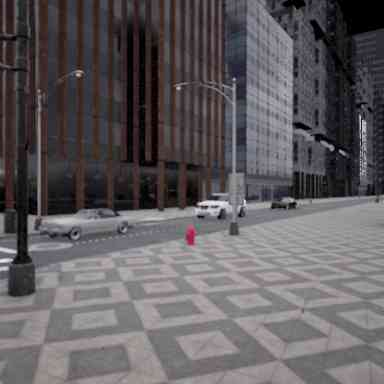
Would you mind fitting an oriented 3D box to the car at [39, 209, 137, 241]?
[{"bbox_3d":[-5.069,1.529,16.669,1.895,1.301,4.718,0,0,35],"label":"car"}]

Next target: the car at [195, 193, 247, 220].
[{"bbox_3d":[2.492,1.113,27.320,2.150,2.045,5.566,0,0,36],"label":"car"}]

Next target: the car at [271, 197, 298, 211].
[{"bbox_3d":[10.873,1.337,39.053,1.882,1.535,5.008,0,0,36],"label":"car"}]
